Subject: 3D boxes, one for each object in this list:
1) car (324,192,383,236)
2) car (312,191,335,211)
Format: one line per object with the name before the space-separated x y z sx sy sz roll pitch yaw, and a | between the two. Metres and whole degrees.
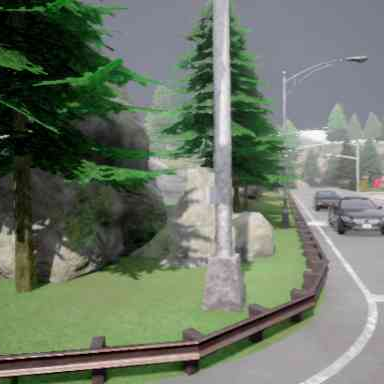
car | 7.222 0.950 14.781 1.812 1.442 4.674 0 2 16
car | 10.096 0.606 25.012 2.033 1.411 5.357 0 2 17
